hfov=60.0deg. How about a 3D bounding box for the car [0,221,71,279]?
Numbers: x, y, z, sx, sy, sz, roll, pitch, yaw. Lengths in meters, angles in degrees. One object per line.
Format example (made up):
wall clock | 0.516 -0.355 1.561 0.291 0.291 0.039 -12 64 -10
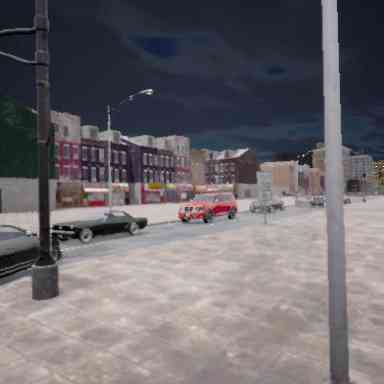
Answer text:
car | -5.257 1.512 8.672 1.994 1.385 4.181 -2 0 9

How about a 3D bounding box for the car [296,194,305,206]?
car | 16.063 1.184 44.952 1.895 1.301 4.718 -2 0 35

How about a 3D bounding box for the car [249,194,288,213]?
car | 7.431 1.106 32.870 2.097 1.767 4.553 -2 0 36

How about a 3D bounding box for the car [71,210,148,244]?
car | -4.391 1.577 16.085 1.895 1.301 4.718 -2 0 35

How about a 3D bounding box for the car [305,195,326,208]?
car | 15.412 1.062 39.179 2.128 1.511 4.902 -2 0 36

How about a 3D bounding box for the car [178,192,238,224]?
car | 1.300 1.089 24.175 2.150 2.045 5.566 -2 0 36

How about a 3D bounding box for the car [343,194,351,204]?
car | 21.328 0.978 47.653 1.812 1.442 4.674 -2 0 35
